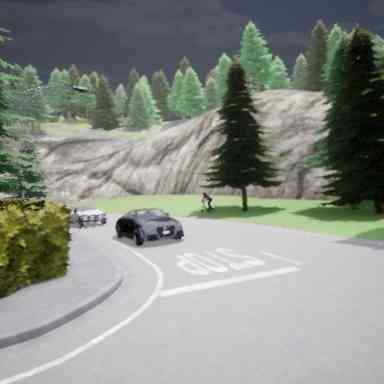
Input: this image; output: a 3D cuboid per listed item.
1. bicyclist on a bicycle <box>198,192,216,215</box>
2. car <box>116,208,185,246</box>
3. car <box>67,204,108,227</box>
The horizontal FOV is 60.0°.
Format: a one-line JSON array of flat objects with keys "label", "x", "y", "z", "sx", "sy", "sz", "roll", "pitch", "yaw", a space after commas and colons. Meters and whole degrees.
[{"label": "bicyclist on a bicycle", "x": 1.064, "y": 0.808, "z": 23.986, "sx": 1.656, "sy": 1.620, "sz": 0.582, "roll": -8, "pitch": 5, "yaw": -35}, {"label": "car", "x": -2.001, "y": 1.436, "z": 14.956, "sx": 1.994, "sy": 1.385, "sz": 4.181, "roll": -4, "pitch": 1, "yaw": -29}, {"label": "car", "x": -7.660, "y": 1.555, "z": 23.287, "sx": 1.812, "sy": 1.442, "sz": 4.674, "roll": -5, "pitch": 2, "yaw": -42}]
